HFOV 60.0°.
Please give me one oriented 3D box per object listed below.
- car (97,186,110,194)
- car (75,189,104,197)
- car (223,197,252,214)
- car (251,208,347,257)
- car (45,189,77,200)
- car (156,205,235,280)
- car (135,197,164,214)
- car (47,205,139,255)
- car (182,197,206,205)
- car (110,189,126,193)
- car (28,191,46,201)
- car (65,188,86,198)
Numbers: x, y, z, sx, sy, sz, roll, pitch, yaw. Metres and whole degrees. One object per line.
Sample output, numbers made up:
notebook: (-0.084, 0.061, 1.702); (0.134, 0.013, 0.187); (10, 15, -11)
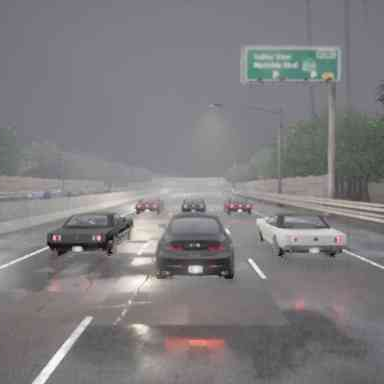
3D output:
car: (-17.126, -0.034, 64.006); (2.150, 2.045, 5.566); (0, 1, 1)
car: (-13.900, 0.676, 45.281); (1.994, 1.385, 4.181); (0, 1, 1)
car: (3.643, 1.069, 27.338); (1.895, 1.301, 4.718); (0, 1, 1)
car: (3.591, 1.374, 11.921); (1.895, 1.301, 4.718); (0, 1, 0)
car: (-17.405, 0.624, 44.834); (1.837, 1.490, 4.892); (0, 1, 1)
car: (0.076, 1.327, 9.376); (1.837, 1.490, 4.892); (0, 1, 0)
car: (-3.356, 1.068, 27.364); (1.895, 1.301, 4.718); (0, 1, 1)
car: (-3.409, 1.368, 12.173); (1.895, 1.301, 4.718); (0, 1, 0)
car: (0.144, 1.068, 27.370); (1.895, 1.301, 4.718); (0, 1, 1)
car: (-13.626, 0.292, 63.997); (2.033, 1.411, 5.357); (0, 1, 1)
car: (-20.887, 0.621, 46.076); (1.812, 1.442, 4.674); (0, 1, 1)
car: (-20.719, 0.186, 59.409); (2.097, 1.767, 4.553); (0, 1, 1)
